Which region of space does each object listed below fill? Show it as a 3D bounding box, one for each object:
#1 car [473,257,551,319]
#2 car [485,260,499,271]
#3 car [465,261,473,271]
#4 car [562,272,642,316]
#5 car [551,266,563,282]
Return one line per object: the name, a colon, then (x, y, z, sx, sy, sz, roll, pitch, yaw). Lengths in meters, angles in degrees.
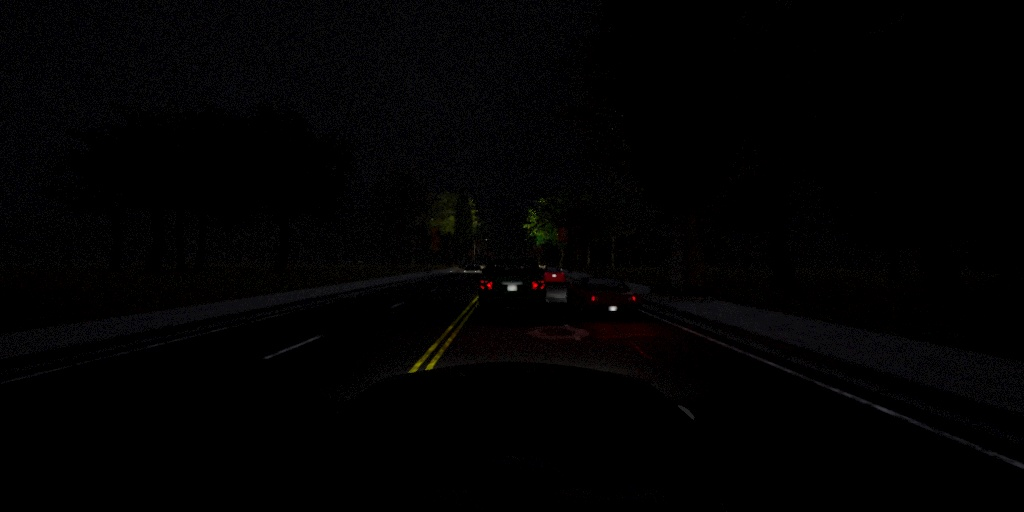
car: (0.028, 1.046, 13.271, 2.150, 2.045, 5.566, 0, 0, 0)
car: (-3.337, 1.576, 59.732, 2.097, 1.767, 4.553, 0, -1, 0)
car: (-6.584, 1.575, 59.715, 2.097, 1.767, 4.553, 0, -1, 0)
car: (3.282, 1.427, 13.808, 1.895, 1.301, 4.718, 0, 0, 0)
car: (3.282, 1.511, 29.672, 1.994, 1.385, 4.181, 0, 0, 0)
